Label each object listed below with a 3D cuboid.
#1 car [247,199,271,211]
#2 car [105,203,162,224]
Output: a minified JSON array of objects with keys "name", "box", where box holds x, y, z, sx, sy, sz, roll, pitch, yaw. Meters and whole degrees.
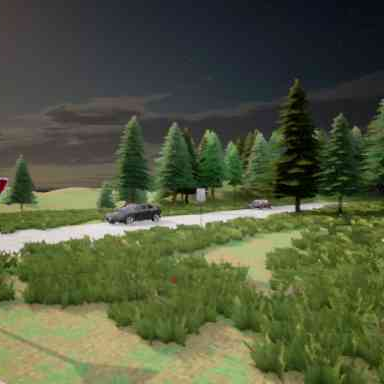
[{"name":"car","box":[8.847,1.629,43.556,1.812,1.442,4.674,0,0,35]},{"name":"car","box":[-4.270,1.608,24.871,1.837,1.490,4.892,0,0,35]}]
